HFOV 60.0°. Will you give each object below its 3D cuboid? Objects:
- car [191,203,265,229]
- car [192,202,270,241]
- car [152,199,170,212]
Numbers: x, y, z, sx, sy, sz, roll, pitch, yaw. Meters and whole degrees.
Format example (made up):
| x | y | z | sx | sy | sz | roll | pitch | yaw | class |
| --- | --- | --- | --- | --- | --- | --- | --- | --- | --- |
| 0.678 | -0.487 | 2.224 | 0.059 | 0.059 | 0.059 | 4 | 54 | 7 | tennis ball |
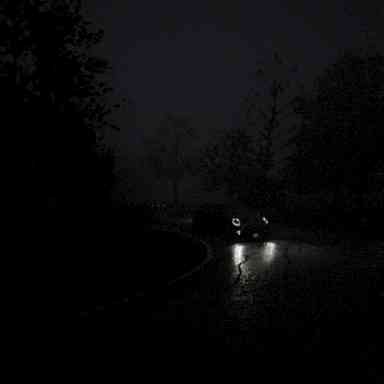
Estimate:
| x | y | z | sx | sy | sz | roll | pitch | yaw | class |
| --- | --- | --- | --- | --- | --- | --- | --- | --- | --- |
| 2.287 | 1.512 | 22.616 | 2.033 | 1.411 | 5.357 | 0 | 0 | -34 | car |
| 1.802 | 1.304 | 16.464 | 2.097 | 1.767 | 4.553 | 0 | 0 | -26 | car |
| -3.587 | 1.512 | 37.850 | 2.033 | 1.411 | 5.357 | 0 | 0 | 0 | car |
